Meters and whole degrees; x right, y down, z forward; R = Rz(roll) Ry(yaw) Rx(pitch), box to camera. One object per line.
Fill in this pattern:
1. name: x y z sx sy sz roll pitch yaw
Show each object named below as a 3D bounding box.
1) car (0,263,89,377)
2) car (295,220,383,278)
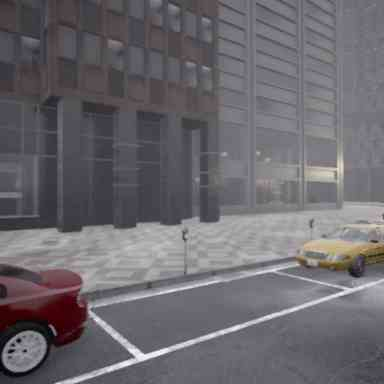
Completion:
1. car: -3.608 1.606 4.060 4.507 1.381 1.887 0 0 -36
2. car: 5.219 1.597 10.423 4.829 1.417 1.752 0 0 -36
